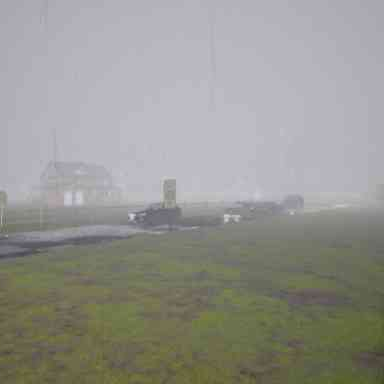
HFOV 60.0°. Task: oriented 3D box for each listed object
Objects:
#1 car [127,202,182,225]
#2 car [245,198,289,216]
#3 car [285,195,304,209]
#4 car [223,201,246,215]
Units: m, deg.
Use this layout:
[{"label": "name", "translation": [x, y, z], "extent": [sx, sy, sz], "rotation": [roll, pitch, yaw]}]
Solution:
[{"label": "car", "translation": [-2.714, 1.547, 24.919], "extent": [2.128, 1.511, 4.902], "rotation": [0, 0, 36]}, {"label": "car", "translation": [7.954, 1.670, 34.676], "extent": [2.033, 1.411, 5.357], "rotation": [0, 0, 36]}, {"label": "car", "translation": [14.872, 1.400, 49.146], "extent": [2.150, 2.045, 5.566], "rotation": [0, 0, 36]}, {"label": "car", "translation": [5.506, 1.662, 36.313], "extent": [2.033, 1.411, 5.357], "rotation": [0, 0, 36]}]
